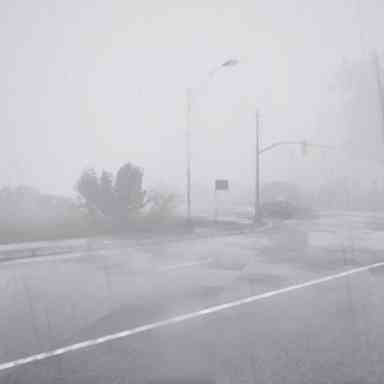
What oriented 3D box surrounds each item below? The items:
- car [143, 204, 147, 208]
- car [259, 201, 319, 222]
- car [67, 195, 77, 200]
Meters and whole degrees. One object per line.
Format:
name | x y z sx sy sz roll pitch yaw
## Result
car | -7.756 1.426 43.895 1.812 1.442 4.674 0 0 -39
car | 7.202 1.425 25.273 2.128 1.511 4.902 0 1 -39
car | -23.139 1.398 63.133 1.837 1.490 4.892 0 1 -38
